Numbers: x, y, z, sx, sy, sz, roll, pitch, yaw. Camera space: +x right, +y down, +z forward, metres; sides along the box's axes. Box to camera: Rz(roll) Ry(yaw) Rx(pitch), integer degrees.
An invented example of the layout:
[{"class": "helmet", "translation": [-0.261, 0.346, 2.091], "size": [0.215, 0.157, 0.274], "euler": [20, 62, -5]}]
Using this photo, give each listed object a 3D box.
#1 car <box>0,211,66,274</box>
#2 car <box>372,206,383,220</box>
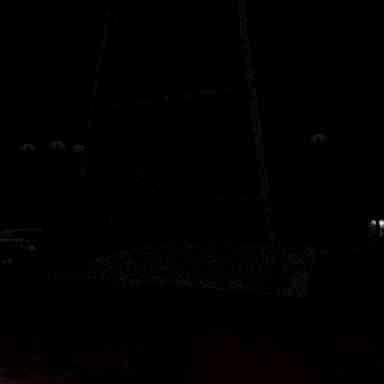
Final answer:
[{"class": "car", "translation": [-5.701, 1.645, 11.550], "size": [1.905, 1.878, 3.866], "euler": [-1, -1, -8]}, {"class": "car", "translation": [17.030, 1.695, 29.514], "size": [2.033, 1.411, 5.357], "euler": [-2, -1, 23]}]
